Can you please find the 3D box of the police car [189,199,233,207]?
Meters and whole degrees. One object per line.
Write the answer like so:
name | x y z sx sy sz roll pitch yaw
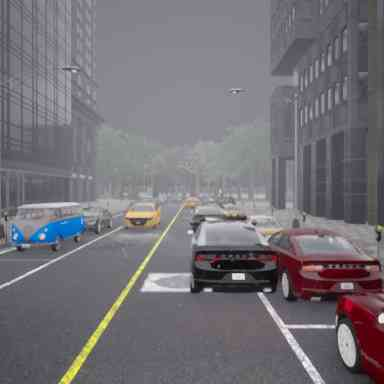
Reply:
police car | 0.921 1.424 18.982 1.930 1.638 5.238 0 0 0

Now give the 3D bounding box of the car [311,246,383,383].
car | 2.763 1.544 2.728 1.887 1.381 4.507 0 0 0

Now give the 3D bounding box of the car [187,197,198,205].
car | 0.071 1.575 60.656 1.994 1.385 4.181 0 0 0

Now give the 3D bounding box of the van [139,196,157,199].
van | -5.717 1.344 40.801 1.690 1.788 3.998 0 0 0

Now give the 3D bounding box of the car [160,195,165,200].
car | -5.703 1.573 51.676 1.947 1.339 4.313 0 0 0

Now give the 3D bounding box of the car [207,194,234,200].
car | 2.796 1.315 29.915 2.192 1.841 5.009 0 0 0

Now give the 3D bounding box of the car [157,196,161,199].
car | -5.710 1.530 46.069 1.752 1.417 4.829 0 0 0

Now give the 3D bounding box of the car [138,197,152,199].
car | -5.723 1.567 35.363 1.947 1.339 4.313 0 0 0

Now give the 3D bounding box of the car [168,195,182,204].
car | -2.926 1.363 62.471 2.097 1.767 4.553 0 0 0

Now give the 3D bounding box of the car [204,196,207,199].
car | 2.809 1.528 40.960 1.752 1.417 4.829 0 0 0

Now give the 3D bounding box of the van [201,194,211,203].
van | 2.841 1.357 67.978 1.690 1.788 3.998 0 0 0

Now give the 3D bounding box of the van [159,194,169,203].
van | -5.684 1.357 67.989 1.690 1.788 3.998 0 0 0

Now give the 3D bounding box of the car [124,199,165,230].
car | -3.077 1.477 21.539 1.882 1.535 5.008 0 0 0

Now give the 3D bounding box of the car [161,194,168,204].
car | -5.697 1.535 56.944 1.752 1.417 4.829 0 0 0

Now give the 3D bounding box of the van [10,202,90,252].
van | -5.749 1.340 13.613 1.690 1.788 3.998 0 0 0

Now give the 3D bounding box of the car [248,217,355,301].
car | 2.770 1.544 8.165 1.887 1.381 4.507 0 0 0

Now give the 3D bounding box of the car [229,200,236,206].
car | 2.790 1.525 24.648 1.752 1.417 4.829 0 0 0

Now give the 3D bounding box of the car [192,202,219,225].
car | 0.928 1.526 24.872 1.812 1.442 4.674 0 0 0

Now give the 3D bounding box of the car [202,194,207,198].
car | 2.822 1.447 51.665 1.967 1.590 4.097 0 0 0

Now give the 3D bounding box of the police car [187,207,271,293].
police car | 0.898 1.425 8.981 1.930 1.638 5.238 0 0 0

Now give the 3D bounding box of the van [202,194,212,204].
van | 2.835 1.353 62.541 1.690 1.788 3.998 0 0 0

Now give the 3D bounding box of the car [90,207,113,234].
car | -5.742 1.550 19.051 2.008 1.369 4.403 0 0 0

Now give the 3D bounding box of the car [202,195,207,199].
car | 2.815 1.549 46.228 1.887 1.381 4.507 0 0 0

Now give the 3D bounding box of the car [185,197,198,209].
car | 0.066 1.482 46.737 1.882 1.535 5.008 0 0 1

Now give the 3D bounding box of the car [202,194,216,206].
car | 2.828 1.324 57.103 2.192 1.841 5.009 0 0 0
